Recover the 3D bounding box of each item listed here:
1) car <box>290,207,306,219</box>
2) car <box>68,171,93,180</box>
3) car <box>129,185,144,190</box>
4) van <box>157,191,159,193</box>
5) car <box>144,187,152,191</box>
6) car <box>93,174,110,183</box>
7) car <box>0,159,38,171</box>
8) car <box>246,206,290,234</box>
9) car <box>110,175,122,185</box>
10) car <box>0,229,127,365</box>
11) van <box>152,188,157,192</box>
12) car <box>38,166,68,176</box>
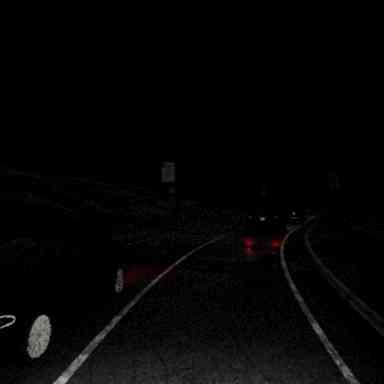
[{"bbox_3d":[12.334,2.465,39.517,1.994,1.385,4.181,-1,-2,23],"label":"car"},{"bbox_3d":[-16.315,-2.086,45.595,2.231,1.521,4.892,-1,-3,15],"label":"car"},{"bbox_3d":[-11.849,-0.613,67.377,2.002,1.452,4.674,0,-4,10],"label":"car"},{"bbox_3d":[-9.631,0.444,83.949,1.878,1.987,4.442,0,-5,7],"label":"van"},{"bbox_3d":[-11.015,-0.199,72.841,2.002,1.452,4.674,0,-4,8],"label":"car"},{"bbox_3d":[-15.015,-1.885,51.077,2.185,1.767,4.553,-1,-3,13],"label":"car"},{"bbox_3d":[-19.190,-2.650,35.054,2.163,1.488,4.792,-1,-3,17],"label":"car"},{"bbox_3d":[4.955,1.690,21.778,2.097,1.767,4.553,-1,-2,21],"label":"car"},{"bbox_3d":[-13.821,-1.662,56.555,2.435,2.045,5.566,-1,-4,12],"label":"car"},{"bbox_3d":[-2.759,1.547,6.212,1.882,1.535,5.008,0,-1,8],"label":"car"},{"bbox_3d":[-10.243,-0.016,78.463,1.878,1.987,4.442,0,-5,8],"label":"van"},{"bbox_3d":[-17.683,-2.342,40.355,2.002,1.452,4.674,-1,-3,16],"label":"car"}]
